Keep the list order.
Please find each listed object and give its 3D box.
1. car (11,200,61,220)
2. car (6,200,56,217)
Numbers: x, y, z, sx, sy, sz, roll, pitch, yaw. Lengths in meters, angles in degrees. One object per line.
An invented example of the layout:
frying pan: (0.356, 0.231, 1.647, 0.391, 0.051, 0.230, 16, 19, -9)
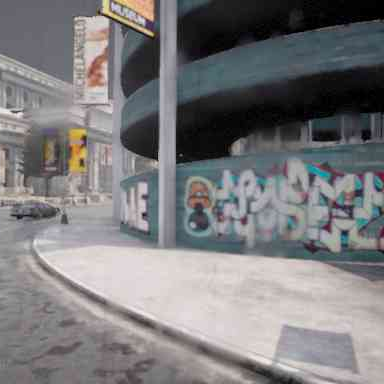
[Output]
car: (-13.621, 1.642, 29.298, 2.033, 1.411, 5.357, 0, 0, 4)
car: (-16.321, 1.597, 34.119, 2.128, 1.511, 4.902, 0, 0, 10)
